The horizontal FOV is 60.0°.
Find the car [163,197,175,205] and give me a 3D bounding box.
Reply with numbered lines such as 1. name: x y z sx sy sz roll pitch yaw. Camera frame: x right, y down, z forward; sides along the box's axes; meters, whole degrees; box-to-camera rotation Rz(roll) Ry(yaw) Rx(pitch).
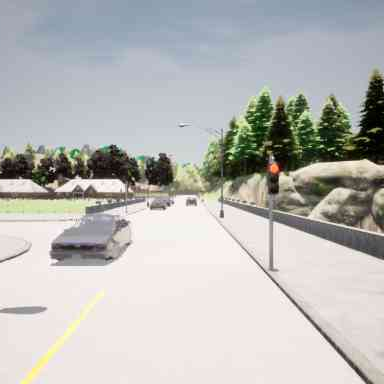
1. car: -4.263 1.601 62.194 1.895 1.301 4.718 0 0 0

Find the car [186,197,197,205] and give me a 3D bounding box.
1. car: -0.085 1.547 57.008 2.033 1.411 5.357 0 0 0

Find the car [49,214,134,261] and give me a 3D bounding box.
1. car: -3.446 1.547 12.585 2.033 1.411 5.357 0 0 0

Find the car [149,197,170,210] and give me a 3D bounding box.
1. car: -4.240 1.526 42.674 1.812 1.442 4.674 0 0 -1

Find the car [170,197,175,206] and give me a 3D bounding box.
1. car: -4.265 1.547 52.382 2.033 1.411 5.357 0 0 -1
